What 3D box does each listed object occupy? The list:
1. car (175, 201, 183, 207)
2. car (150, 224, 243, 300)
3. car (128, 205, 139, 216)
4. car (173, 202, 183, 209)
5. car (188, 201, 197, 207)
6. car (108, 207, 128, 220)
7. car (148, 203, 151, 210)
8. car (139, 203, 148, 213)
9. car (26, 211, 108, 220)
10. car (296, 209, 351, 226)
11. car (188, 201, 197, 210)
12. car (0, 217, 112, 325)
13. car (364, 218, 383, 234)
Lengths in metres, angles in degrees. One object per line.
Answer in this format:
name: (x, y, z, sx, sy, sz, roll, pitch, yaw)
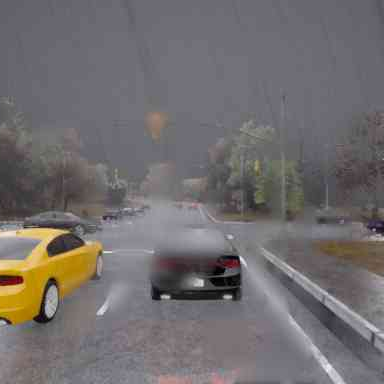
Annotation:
car: (-3.471, 3.173, 86.790, 1.994, 1.385, 4.181, 0, 0, -3)
car: (0.098, 1.566, 8.579, 1.882, 1.535, 5.008, 0, -1, 0)
car: (-10.491, 3.215, 54.667, 1.812, 1.442, 4.674, 0, -1, 0)
car: (-3.370, 3.189, 76.721, 1.837, 1.490, 4.892, 0, 0, 0)
car: (0.045, 3.168, 86.367, 2.033, 1.411, 5.357, 0, 0, -3)
car: (-10.535, 3.005, 44.796, 2.033, 1.411, 5.357, 0, -2, 1)
car: (-10.372, 3.236, 75.352, 2.033, 1.411, 5.357, 0, 0, 0)
car: (-10.431, 3.251, 64.771, 2.128, 1.511, 4.902, 0, 0, 1)
car: (-8.247, 2.001, 21.388, 4.892, 1.490, 1.837, 0, -2, 5)
car: (12.449, 2.441, 31.612, 4.892, 1.490, 1.837, 0, -2, 0)
car: (0.131, 3.047, 76.210, 2.097, 1.767, 4.553, 0, 0, 0)
car: (-3.408, 1.543, 7.336, 1.882, 1.535, 5.008, 0, -1, 0)
car: (13.637, 2.081, 20.959, 4.718, 1.301, 1.895, 0, -2, -2)
